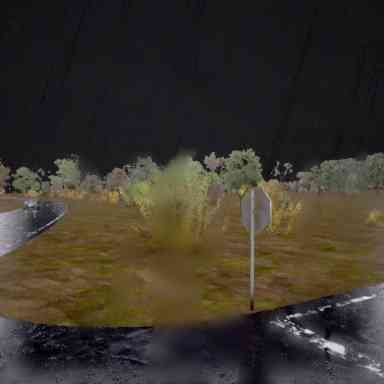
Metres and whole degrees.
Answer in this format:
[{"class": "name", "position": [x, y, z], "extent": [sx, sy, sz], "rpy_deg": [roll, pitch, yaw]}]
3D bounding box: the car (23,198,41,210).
[{"class": "car", "position": [-22.379, 1.629, 46.691], "extent": [2.128, 1.511, 4.902], "rpy_deg": [0, 0, -19]}]
